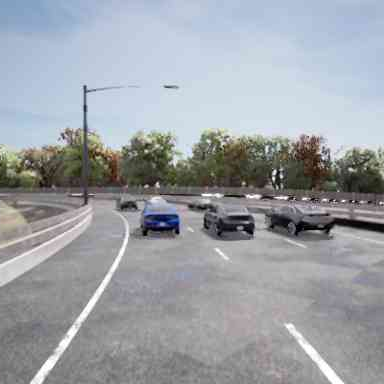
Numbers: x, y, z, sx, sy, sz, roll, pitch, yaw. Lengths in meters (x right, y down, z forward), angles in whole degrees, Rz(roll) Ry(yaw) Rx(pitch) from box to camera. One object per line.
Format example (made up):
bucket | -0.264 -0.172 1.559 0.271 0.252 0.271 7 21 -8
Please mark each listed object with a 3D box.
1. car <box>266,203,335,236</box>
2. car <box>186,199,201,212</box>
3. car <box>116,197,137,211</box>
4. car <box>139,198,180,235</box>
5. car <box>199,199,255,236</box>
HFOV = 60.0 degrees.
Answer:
car | 5.444 1.338 17.437 2.128 1.511 4.902 0 1 -9
car | 0.882 1.359 35.550 1.895 1.301 4.718 -1 0 -18
car | -7.570 1.306 38.309 1.837 1.490 4.892 0 1 -21
car | -1.843 1.368 18.375 1.882 1.535 5.008 0 1 -10
car | 1.845 1.376 17.640 1.837 1.490 4.892 0 1 -9
